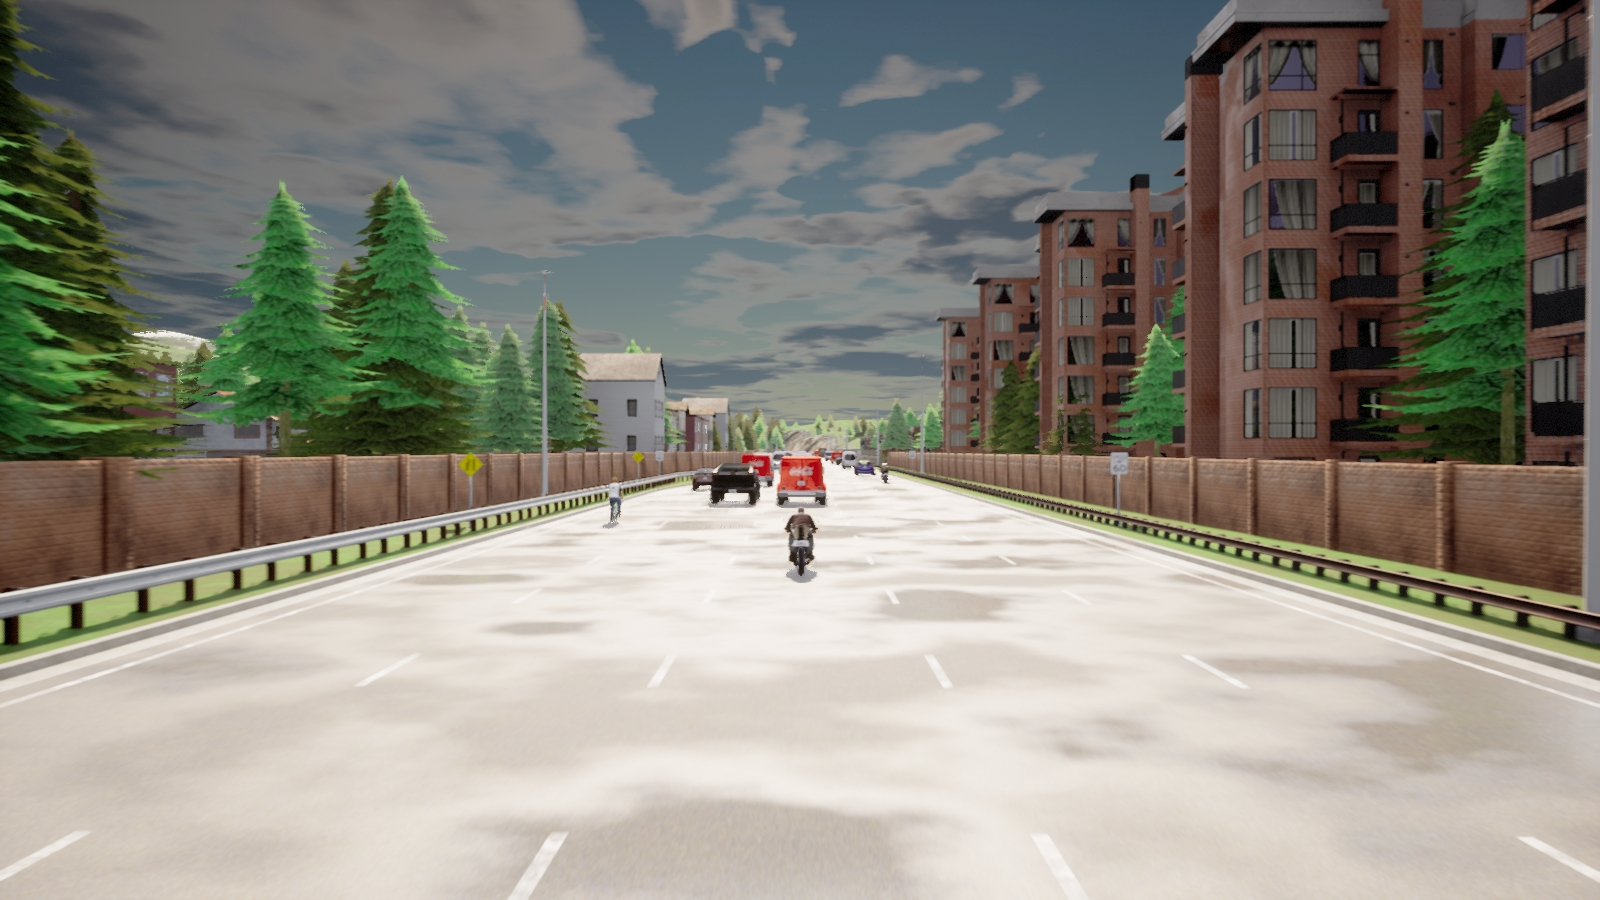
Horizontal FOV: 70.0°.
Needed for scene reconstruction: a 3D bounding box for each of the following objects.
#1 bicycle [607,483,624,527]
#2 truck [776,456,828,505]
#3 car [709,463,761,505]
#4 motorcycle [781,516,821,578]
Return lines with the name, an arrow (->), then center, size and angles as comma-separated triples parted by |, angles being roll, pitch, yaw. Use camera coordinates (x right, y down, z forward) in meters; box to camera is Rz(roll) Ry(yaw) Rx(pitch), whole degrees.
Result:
bicycle -> -6.947, 2.054, 43.101 | 0.373, 1.496, 1.643 | 0, 2, 0
truck -> 0.086, 1.568, 60.402 | 2.627, 2.467, 5.204 | 0, 0, 0
car -> -3.413, 1.753, 61.024 | 2.390, 2.098, 6.274 | 0, 0, 0
motorcycle -> 0.025, 2.205, 26.371 | 0.867, 1.251, 2.209 | 0, 0, 0
